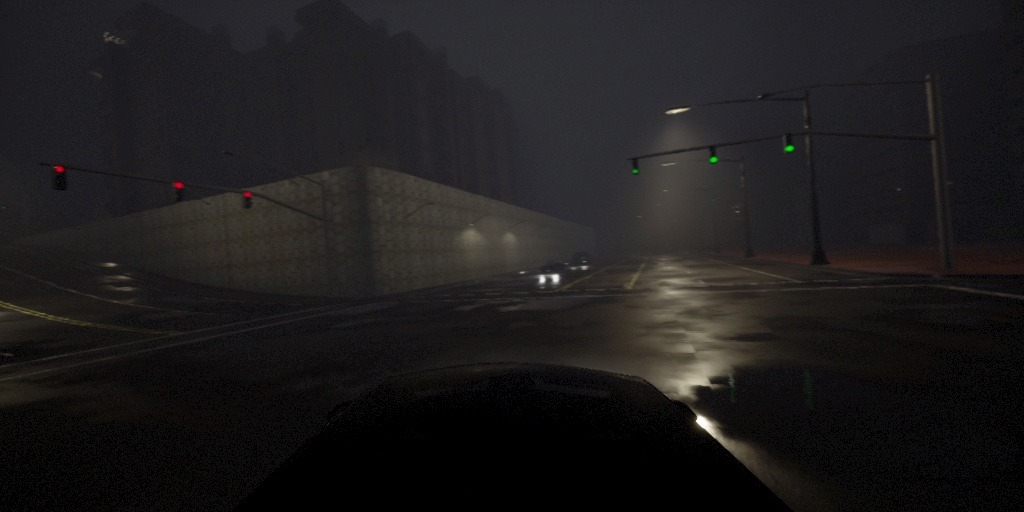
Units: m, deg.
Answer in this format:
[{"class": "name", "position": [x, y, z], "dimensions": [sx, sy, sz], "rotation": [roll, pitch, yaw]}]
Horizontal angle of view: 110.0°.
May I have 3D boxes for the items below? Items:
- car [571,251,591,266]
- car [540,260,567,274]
[{"class": "car", "position": [10.335, 0.366, 53.419], "dimensions": [2.150, 2.045, 5.566], "rotation": [-5, 0, 22]}, {"class": "car", "position": [4.484, 1.146, 38.741], "dimensions": [1.895, 1.301, 4.718], "rotation": [-5, 0, 22]}]
